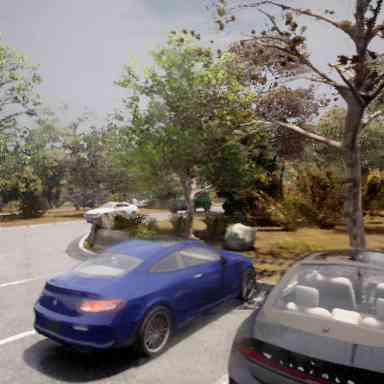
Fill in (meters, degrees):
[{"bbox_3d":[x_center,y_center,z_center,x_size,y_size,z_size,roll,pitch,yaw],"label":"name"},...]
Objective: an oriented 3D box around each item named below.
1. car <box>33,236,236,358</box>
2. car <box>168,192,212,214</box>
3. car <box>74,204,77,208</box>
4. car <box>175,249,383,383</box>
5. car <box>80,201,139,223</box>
[{"bbox_3d":[-0.458,1.545,6.139,2.002,1.452,4.674,0,0,36],"label":"car"},{"bbox_3d":[-0.142,1.082,33.940,2.150,2.045,5.566,-4,-1,35],"label":"car"},{"bbox_3d":[-15.834,1.995,51.567,1.895,1.301,4.718,-4,-1,35],"label":"car"},{"bbox_3d":[2.207,1.485,4.234,2.231,1.521,4.892,0,0,35],"label":"car"},{"bbox_3d":[-6.050,1.512,25.446,1.812,1.442,4.674,-4,-2,34],"label":"car"}]
